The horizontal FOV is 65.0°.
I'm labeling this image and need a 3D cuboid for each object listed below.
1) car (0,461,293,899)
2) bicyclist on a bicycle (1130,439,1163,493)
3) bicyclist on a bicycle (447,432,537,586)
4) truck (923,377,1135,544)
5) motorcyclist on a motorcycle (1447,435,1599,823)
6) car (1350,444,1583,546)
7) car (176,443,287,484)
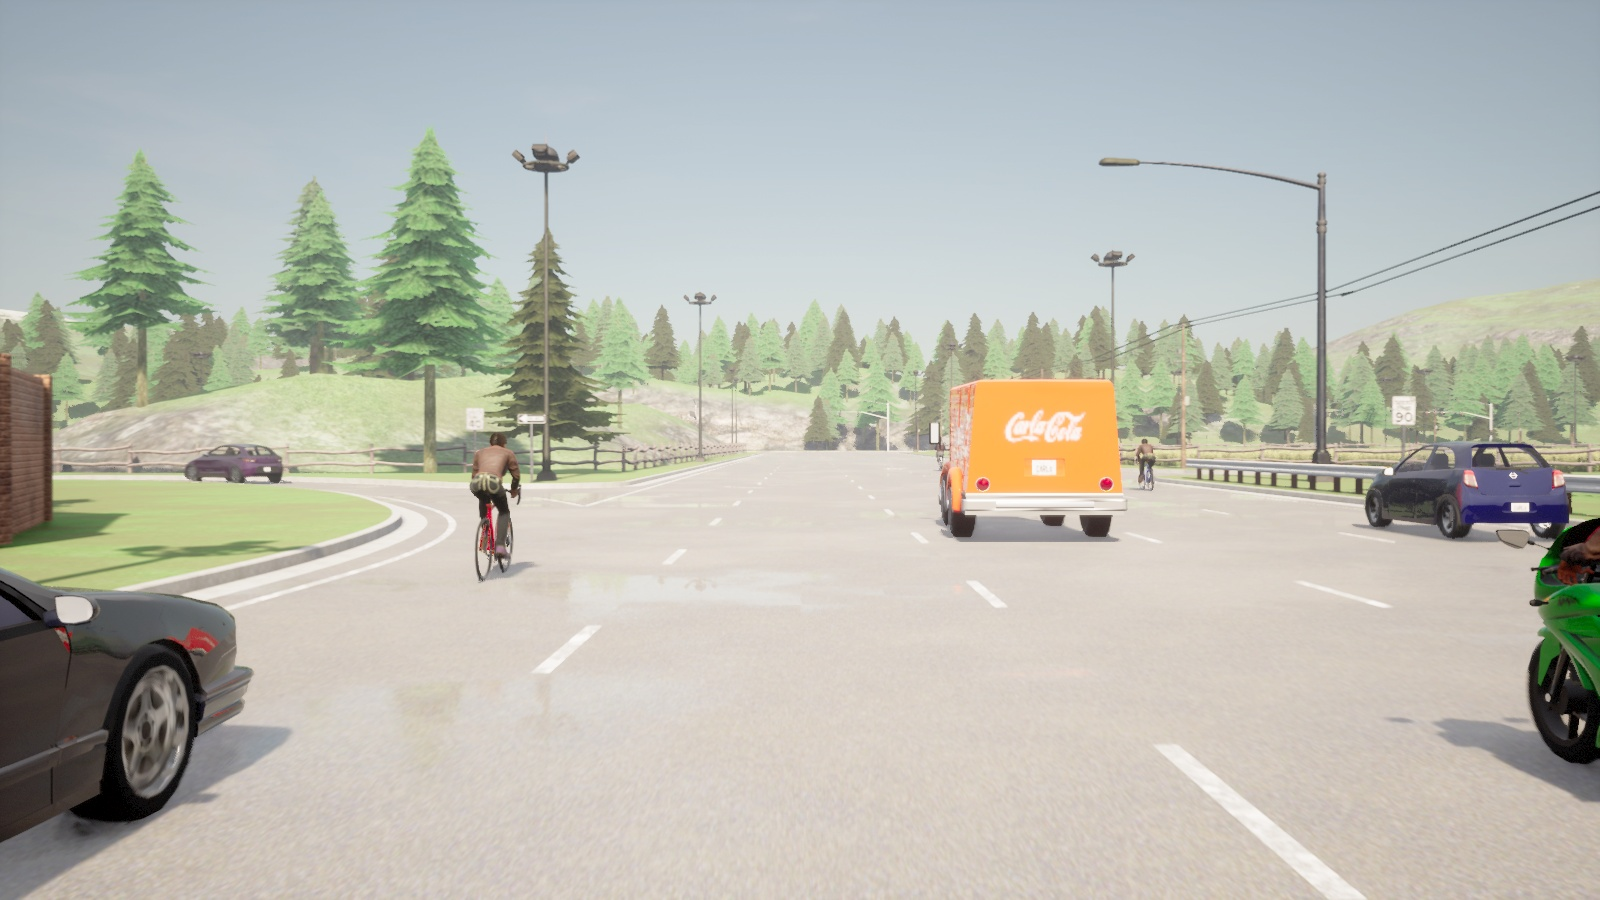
[{"bbox_3d":[-3.467,0.772,3.365,2.033,1.411,5.357,0,0,0],"label":"car"},{"bbox_3d":[10.735,0.488,38.945,0.582,1.620,1.656,0,0,0],"label":"bicyclist on a bicycle"},{"bbox_3d":[-3.407,0.617,14.011,0.582,1.620,1.656,0,0,0],"label":"bicyclist on a bicycle"},{"bbox_3d":[3.635,0.143,21.129,2.627,2.467,5.204,0,0,0],"label":"truck"},{"bbox_3d":[3.544,0.703,5.084,0.797,1.523,2.044,0,0,0],"label":"motorcyclist on a motorcycle"},{"bbox_3d":[10.630,0.654,20.343,1.845,1.501,3.633,0,0,0],"label":"car"},{"bbox_3d":[-21.308,0.477,47.021,4.193,1.474,1.816,0,0,33],"label":"car"}]
